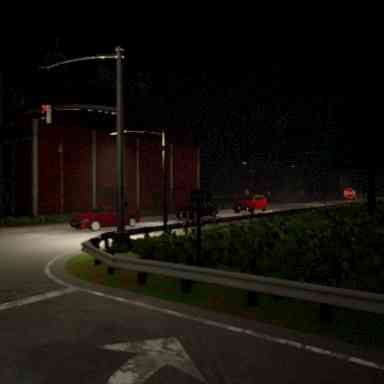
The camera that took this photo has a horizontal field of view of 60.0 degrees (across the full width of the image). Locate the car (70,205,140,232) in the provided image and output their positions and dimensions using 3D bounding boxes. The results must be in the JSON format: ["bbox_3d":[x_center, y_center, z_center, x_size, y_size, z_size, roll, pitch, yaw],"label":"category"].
[{"bbox_3d":[-5.688,1.665,22.209,1.882,1.535,5.008,-1,0,37],"label":"car"}]

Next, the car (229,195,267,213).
[{"bbox_3d":[6.903,1.402,39.186,2.150,2.045,5.566,-1,0,37],"label":"car"}]

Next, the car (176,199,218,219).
[{"bbox_3d":[0.533,1.676,30.599,2.128,1.511,4.902,-1,0,37],"label":"car"}]
